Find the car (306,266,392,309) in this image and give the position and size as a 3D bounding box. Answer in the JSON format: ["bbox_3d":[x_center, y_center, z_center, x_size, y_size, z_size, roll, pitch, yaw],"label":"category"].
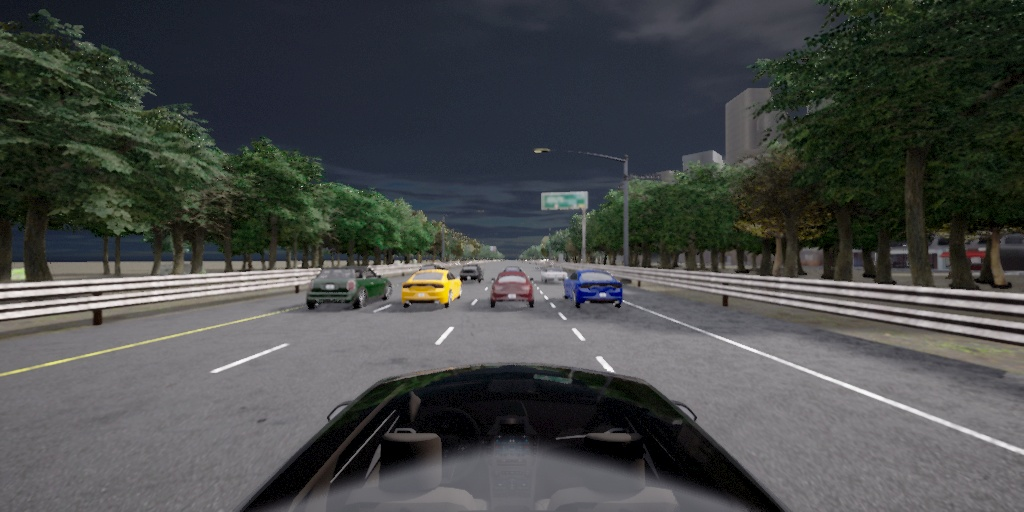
[{"bbox_3d":[-6.987,1.232,15.902,2.097,1.767,4.553,0,-1,0],"label":"car"}]

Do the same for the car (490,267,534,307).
[{"bbox_3d":[0.016,1.410,16.199,1.812,1.442,4.674,0,0,0],"label":"car"}]

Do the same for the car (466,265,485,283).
[{"bbox_3d":[-3.449,1.522,31.115,1.837,1.490,4.892,0,0,0],"label":"car"}]

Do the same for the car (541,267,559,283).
[{"bbox_3d":[3.548,1.614,30.898,1.895,1.301,4.718,0,0,0],"label":"car"}]

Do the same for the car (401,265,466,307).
[{"bbox_3d":[-3.482,1.363,16.295,1.882,1.535,5.008,0,0,0],"label":"car"}]

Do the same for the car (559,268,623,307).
[{"bbox_3d":[3.518,1.363,16.283,1.882,1.535,5.008,0,0,0],"label":"car"}]

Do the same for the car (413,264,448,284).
[{"bbox_3d":[-6.949,1.522,31.119,1.837,1.490,4.892,0,0,0],"label":"car"}]
